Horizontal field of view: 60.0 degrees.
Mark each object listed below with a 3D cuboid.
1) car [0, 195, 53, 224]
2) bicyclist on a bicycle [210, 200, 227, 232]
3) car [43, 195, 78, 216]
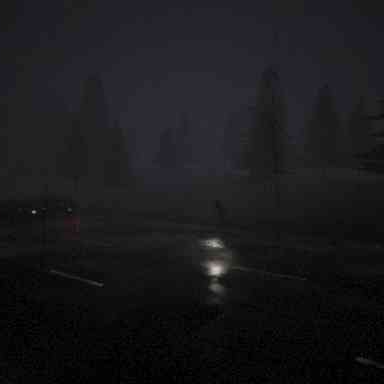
[{"bbox_3d":[-10.777,1.081,20.422,4.181,1.385,1.994,2,1,36],"label":"car"},{"bbox_3d":[1.378,1.228,17.083,0.582,1.620,1.656,2,1,36],"label":"bicyclist on a bicycle"},{"bbox_3d":[-10.464,0.959,24.515,4.902,1.511,2.128,2,1,36],"label":"car"}]
